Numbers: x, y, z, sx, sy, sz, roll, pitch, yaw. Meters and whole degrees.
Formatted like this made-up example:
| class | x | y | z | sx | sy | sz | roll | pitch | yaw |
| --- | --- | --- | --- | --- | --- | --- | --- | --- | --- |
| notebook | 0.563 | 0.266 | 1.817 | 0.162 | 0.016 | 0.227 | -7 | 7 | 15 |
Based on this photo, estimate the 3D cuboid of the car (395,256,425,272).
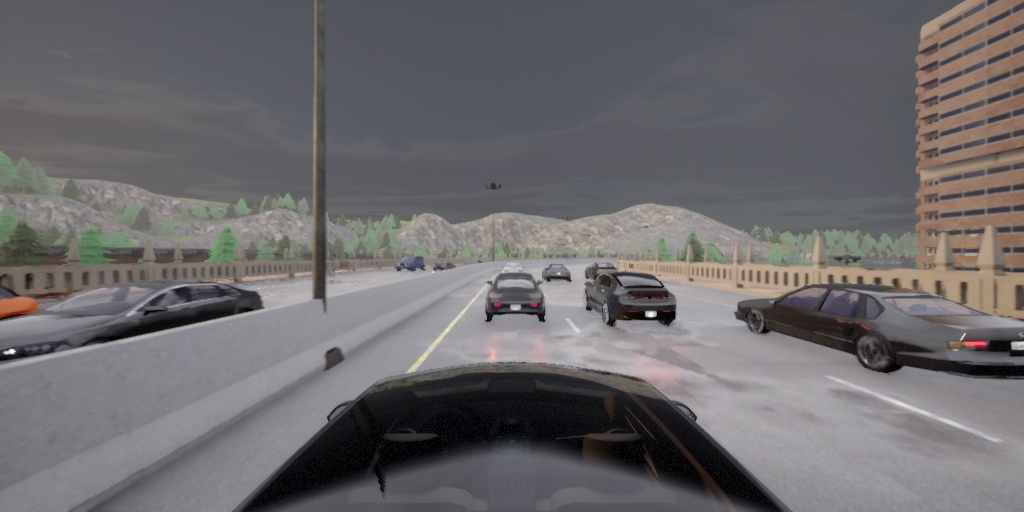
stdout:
| class | x | y | z | sx | sy | sz | roll | pitch | yaw |
| --- | --- | --- | --- | --- | --- | --- | --- | --- | --- |
| car | -13.069 | 1.001 | 46.466 | 2.150 | 2.045 | 5.566 | 0 | 0 | 7 |

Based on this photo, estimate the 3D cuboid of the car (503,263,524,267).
| class | x | y | z | sx | sy | sz | roll | pitch | yaw |
| --- | --- | --- | --- | --- | --- | --- | --- | --- | --- |
| car | 0.110 | 1.292 | 30.097 | 1.812 | 1.442 | 4.674 | 0 | 0 | 0 |

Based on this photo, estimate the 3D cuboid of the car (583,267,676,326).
| class | x | y | z | sx | sy | sz | roll | pitch | yaw |
| --- | --- | --- | --- | --- | --- | --- | --- | --- | --- |
| car | 3.603 | 1.260 | 11.724 | 1.837 | 1.490 | 4.892 | 0 | 0 | 0 |

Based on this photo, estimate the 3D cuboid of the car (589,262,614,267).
| class | x | y | z | sx | sy | sz | roll | pitch | yaw |
| --- | --- | --- | --- | --- | --- | --- | --- | --- | --- |
| car | 7.111 | 1.257 | 28.819 | 2.128 | 1.511 | 4.902 | 0 | 0 | 0 |

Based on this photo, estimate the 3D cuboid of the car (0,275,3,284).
| class | x | y | z | sx | sy | sz | roll | pitch | yaw |
| --- | --- | --- | --- | --- | --- | --- | --- | --- | --- |
| car | -10.599 | 1.105 | 5.361 | 2.097 | 1.767 | 4.553 | 0 | 0 | 0 |

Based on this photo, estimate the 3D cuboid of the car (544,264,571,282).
| class | x | y | z | sx | sy | sz | roll | pitch | yaw |
| --- | --- | --- | --- | --- | --- | --- | --- | --- | --- |
| car | 3.618 | 1.330 | 29.573 | 1.994 | 1.385 | 4.181 | 0 | 0 | 0 |

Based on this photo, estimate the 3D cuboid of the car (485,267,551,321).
| class | x | y | z | sx | sy | sz | roll | pitch | yaw |
| --- | --- | --- | --- | --- | --- | --- | --- | --- | --- |
| car | 0.103 | 1.282 | 12.382 | 1.812 | 1.442 | 4.674 | 0 | 0 | 0 |

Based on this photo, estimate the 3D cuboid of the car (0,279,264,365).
| class | x | y | z | sx | sy | sz | roll | pitch | yaw |
| --- | --- | --- | --- | --- | --- | --- | --- | --- | --- |
| car | -7.098 | 1.245 | 6.927 | 2.128 | 1.511 | 4.902 | 0 | 0 | 0 |

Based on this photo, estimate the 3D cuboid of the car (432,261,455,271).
| class | x | y | z | sx | sy | sz | roll | pitch | yaw |
| --- | --- | --- | --- | --- | --- | --- | --- | --- | --- |
| car | -9.225 | 1.342 | 48.574 | 1.994 | 1.385 | 4.181 | 0 | 0 | 9 |

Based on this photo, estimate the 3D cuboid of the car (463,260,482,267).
| class | x | y | z | sx | sy | sz | roll | pitch | yaw |
| --- | --- | --- | --- | --- | --- | --- | --- | --- | --- |
| car | -5.394 | 1.285 | 50.406 | 1.837 | 1.490 | 4.892 | 0 | -1 | 10 |

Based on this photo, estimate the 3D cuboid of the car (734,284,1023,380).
| class | x | y | z | sx | sy | sz | roll | pitch | yaw |
| --- | --- | --- | --- | --- | --- | --- | --- | --- | --- |
| car | 7.102 | 1.300 | 7.511 | 2.033 | 1.411 | 5.357 | 0 | 0 | 0 |
